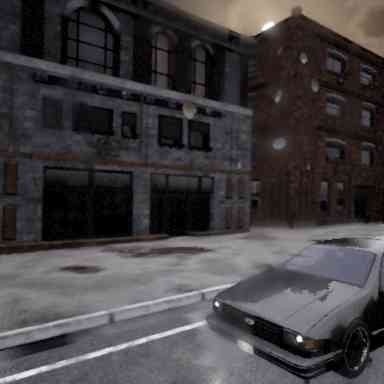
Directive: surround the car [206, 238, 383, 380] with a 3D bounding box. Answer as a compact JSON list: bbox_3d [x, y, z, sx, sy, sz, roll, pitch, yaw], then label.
[{"bbox_3d":[2.833,1.548,5.703,5.357,1.411,2.033,0,0,-35],"label":"car"}]
